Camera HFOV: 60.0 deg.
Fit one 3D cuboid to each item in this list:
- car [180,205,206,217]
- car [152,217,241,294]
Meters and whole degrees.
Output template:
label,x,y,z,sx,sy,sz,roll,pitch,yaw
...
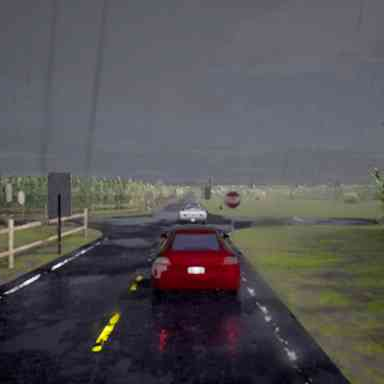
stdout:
label,x,y,z,sx,sy,sz,roll,pitch,yaw
car,0.079,1.675,25.997,1.895,1.301,4.718,0,1,0
car,0.091,1.588,8.875,1.994,1.385,4.181,0,0,0
